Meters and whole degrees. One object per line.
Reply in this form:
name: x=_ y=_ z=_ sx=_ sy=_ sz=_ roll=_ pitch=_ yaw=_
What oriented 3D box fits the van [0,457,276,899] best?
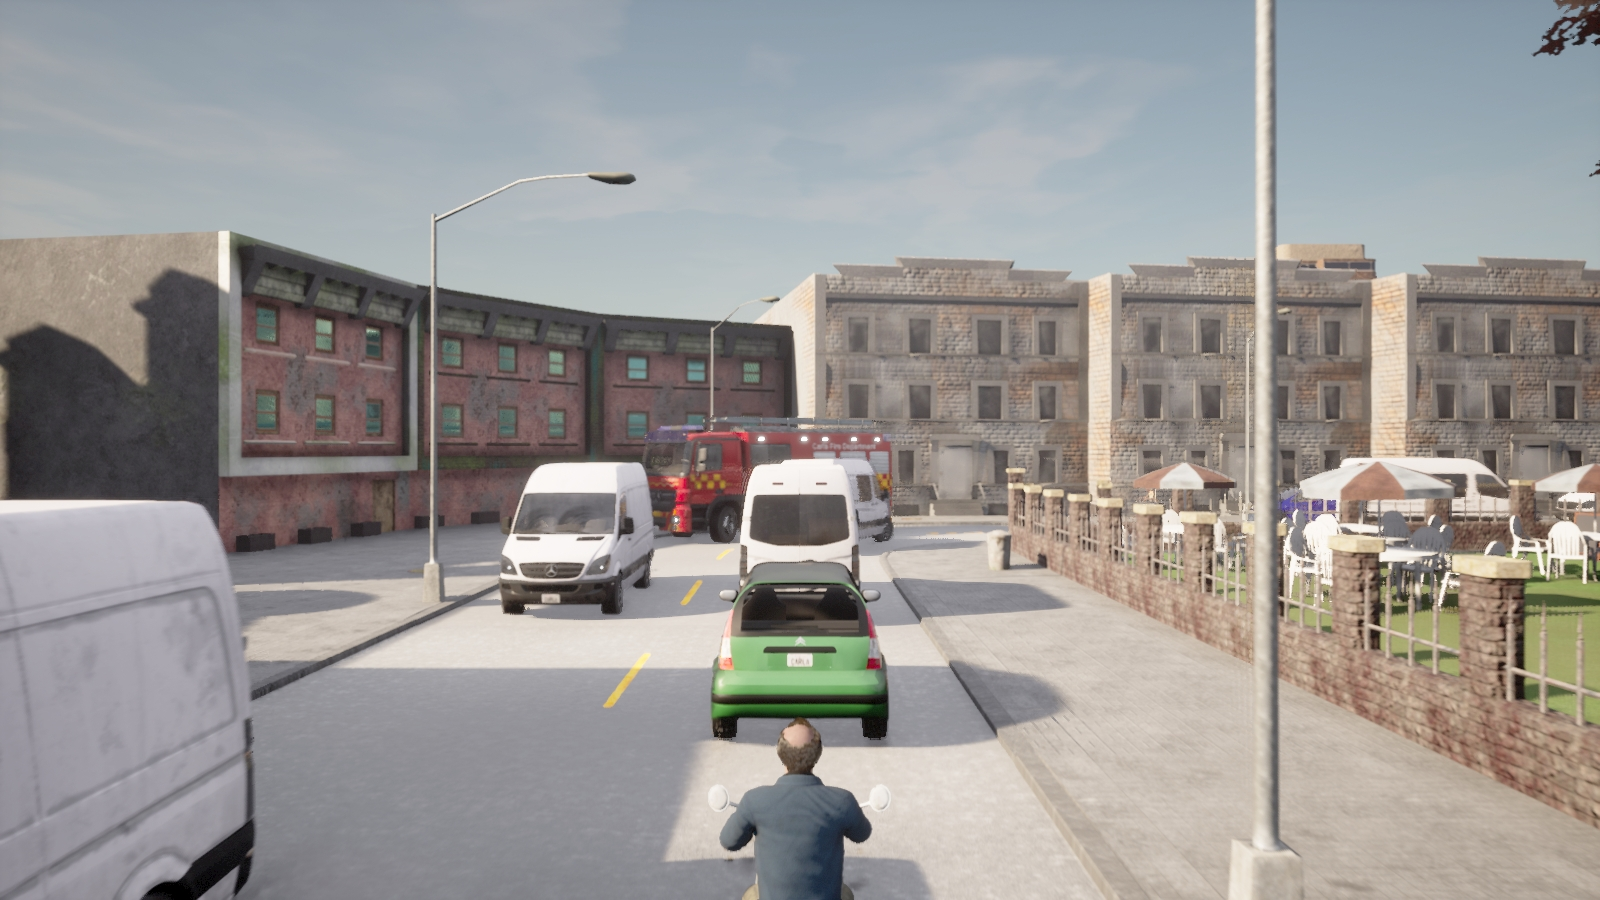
van: x=-4.009 y=1.315 z=3.613 sx=1.988 sy=2.561 sz=5.915 roll=0 pitch=0 yaw=0

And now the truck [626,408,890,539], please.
truck: x=-1.204 y=0.673 z=37.144 sx=8.468 sy=3.827 sz=2.891 roll=0 pitch=0 yaw=-38

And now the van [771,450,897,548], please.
van: x=1.120 y=1.318 z=33.289 sx=1.988 sy=2.561 sz=5.915 roll=-1 pitch=0 yaw=18

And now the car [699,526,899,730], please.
car: x=-0.006 y=1.780 z=12.559 sx=1.851 sy=1.617 sz=3.988 roll=0 pitch=0 yaw=0

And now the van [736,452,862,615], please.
van: x=-0.011 y=1.316 z=20.993 sx=1.988 sy=2.561 sz=5.915 roll=0 pitch=0 yaw=0

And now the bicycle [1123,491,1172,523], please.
bicycle: x=12.384 y=2.039 z=40.743 sx=1.487 sy=1.080 sz=0.859 roll=-1 pitch=0 yaw=0

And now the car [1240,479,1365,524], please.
car: x=17.880 y=1.820 z=40.741 sx=3.633 sy=1.501 sz=1.845 roll=0 pitch=0 yaw=0

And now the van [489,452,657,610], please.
van: x=-4.053 y=1.316 z=21.457 sx=1.988 sy=2.561 sz=5.915 roll=0 pitch=0 yaw=0

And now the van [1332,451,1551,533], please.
van: x=20.578 y=1.316 z=36.826 sx=5.915 sy=2.561 sz=1.988 roll=0 pitch=0 yaw=1

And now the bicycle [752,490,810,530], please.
bicycle: x=-0.609 y=1.942 z=36.801 sx=1.835 sy=1.271 sz=0.329 roll=0 pitch=0 yaw=0

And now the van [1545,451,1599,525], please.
van: x=30.201 y=1.315 z=40.764 sx=5.915 sy=2.561 sz=1.988 roll=0 pitch=0 yaw=0
